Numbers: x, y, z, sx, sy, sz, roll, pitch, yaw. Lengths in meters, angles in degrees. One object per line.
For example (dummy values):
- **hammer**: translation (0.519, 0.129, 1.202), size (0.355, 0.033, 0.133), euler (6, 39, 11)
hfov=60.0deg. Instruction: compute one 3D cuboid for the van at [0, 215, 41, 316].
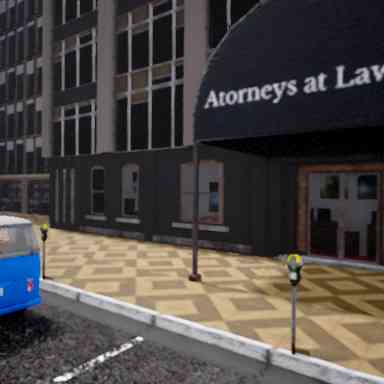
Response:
- **van**: translation (-4.429, 1.241, 5.998), size (3.998, 1.788, 1.690), euler (1, 1, 35)
